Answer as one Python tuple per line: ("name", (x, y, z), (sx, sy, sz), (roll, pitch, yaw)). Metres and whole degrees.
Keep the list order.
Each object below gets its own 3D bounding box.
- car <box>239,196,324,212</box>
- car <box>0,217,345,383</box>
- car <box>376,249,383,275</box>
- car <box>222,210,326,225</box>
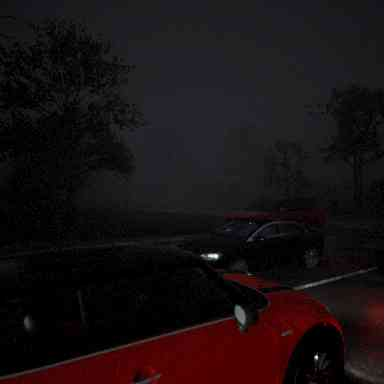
("car", (3.803, 1.221, 15.212), (5.566, 2.045, 2.150), (0, 0, -35))
("car", (-0.453, 1.352, 3.397), (4.553, 1.767, 2.097), (0, 0, -35))
("car", (6.751, 1.601, 8.528), (4.718, 1.301, 1.895), (0, 0, -36))
("car", (1.785, 1.491, 9.521), (4.902, 1.511, 2.128), (0, 0, -35))
